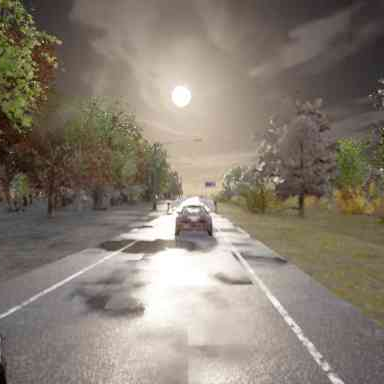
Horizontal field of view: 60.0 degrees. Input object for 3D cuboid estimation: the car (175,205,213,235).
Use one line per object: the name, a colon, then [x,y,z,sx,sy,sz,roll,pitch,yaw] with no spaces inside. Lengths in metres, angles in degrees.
car: [0.102,1.548,20.260,2.097,1.767,4.553,0,-1,0]

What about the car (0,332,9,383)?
car: [-2.743,1.490,1.174,1.882,1.535,5.008,0,0,2]
